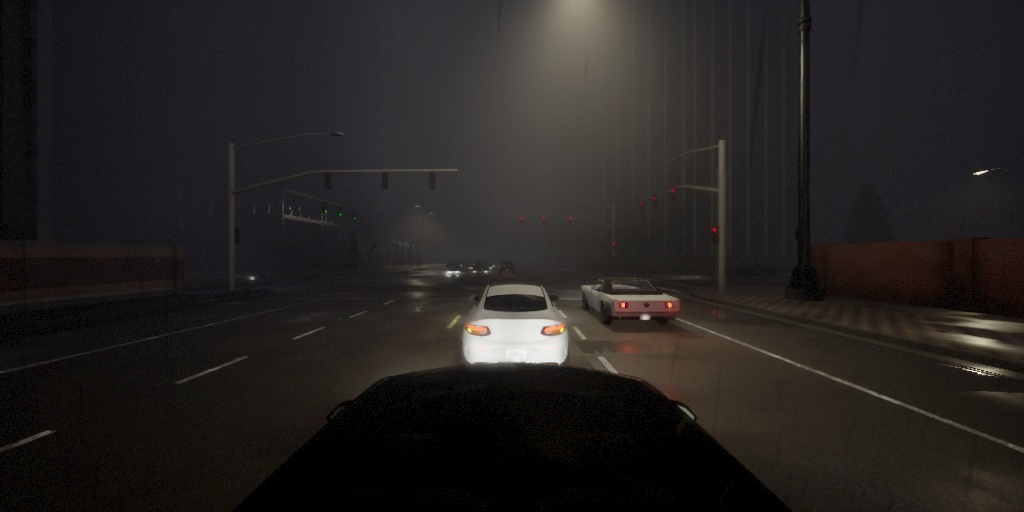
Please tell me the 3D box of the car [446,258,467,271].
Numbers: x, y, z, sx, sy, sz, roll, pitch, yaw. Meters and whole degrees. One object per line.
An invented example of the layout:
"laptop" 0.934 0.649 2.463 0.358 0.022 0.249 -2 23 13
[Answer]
"car" -7.885 1.239 49.670 2.128 1.511 4.902 0 0 -1

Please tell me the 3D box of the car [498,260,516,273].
"car" -0.595 1.253 44.146 1.837 1.490 4.892 0 0 -1

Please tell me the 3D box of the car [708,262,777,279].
"car" 20.587 1.240 31.699 4.902 1.511 2.128 0 0 -1

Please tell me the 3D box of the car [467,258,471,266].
"car" -8.090 1.100 64.407 2.097 1.767 4.553 0 0 0

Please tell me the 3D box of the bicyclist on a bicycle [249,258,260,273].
"bicyclist on a bicycle" -28.401 1.049 39.525 0.582 1.620 1.656 0 0 -1

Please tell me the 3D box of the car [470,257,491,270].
"car" -4.405 1.226 51.246 1.882 1.535 5.008 0 0 -1

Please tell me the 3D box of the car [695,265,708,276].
"car" 20.313 1.312 35.196 4.181 1.385 1.994 0 0 -1

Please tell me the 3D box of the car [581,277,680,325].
"car" 3.565 1.350 11.800 1.895 1.301 4.718 0 0 0

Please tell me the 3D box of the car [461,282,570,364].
"car" 0.060 1.275 7.583 1.812 1.442 4.674 0 0 0
